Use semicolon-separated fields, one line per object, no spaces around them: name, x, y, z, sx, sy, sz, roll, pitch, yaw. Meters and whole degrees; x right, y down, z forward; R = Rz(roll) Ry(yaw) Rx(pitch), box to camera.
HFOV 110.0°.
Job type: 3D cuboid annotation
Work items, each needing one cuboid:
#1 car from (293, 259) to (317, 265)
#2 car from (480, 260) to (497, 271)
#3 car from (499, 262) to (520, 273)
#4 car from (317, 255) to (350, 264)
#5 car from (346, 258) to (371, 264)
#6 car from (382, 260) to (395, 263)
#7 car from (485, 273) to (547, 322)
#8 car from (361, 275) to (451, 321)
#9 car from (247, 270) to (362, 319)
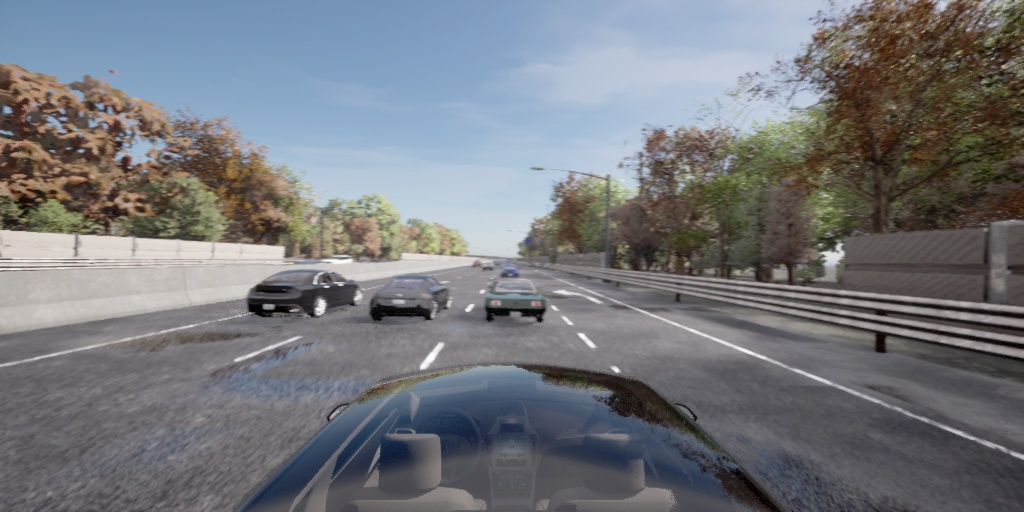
car;-28.395;1.165;50.279;2.033;1.411;5.357;1;-1;0
car;-4.023;1.897;61.919;1.895;1.301;4.718;1;-1;-1
car;-0.197;1.635;36.100;1.812;1.442;4.674;1;-1;-1
car;-24.907;0.923;51.182;2.150;2.045;5.566;1;-1;0
car;-21.422;1.389;51.385;1.895;1.301;4.718;1;-1;0
car;-17.928;1.370;51.246;1.837;1.490;4.892;1;0;0
car;0.092;1.471;12.912;1.895;1.301;4.718;1;-1;-1
car;-3.406;1.352;12.694;1.994;1.385;4.181;1;-1;-1
car;-6.900;1.214;12.560;1.837;1.490;4.892;1;-1;-1
